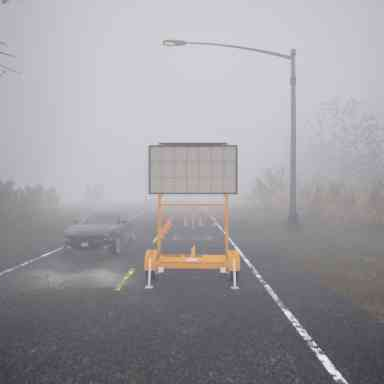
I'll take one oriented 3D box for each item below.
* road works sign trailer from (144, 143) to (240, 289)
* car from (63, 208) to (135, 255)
[{"bbox_3d":[0.032,0.460,9.138,2.380,3.560,2.880,0,0,1],"label":"road works sign trailer"},{"bbox_3d":[-3.557,1.472,13.522,1.882,1.535,5.008,0,0,0],"label":"car"}]
